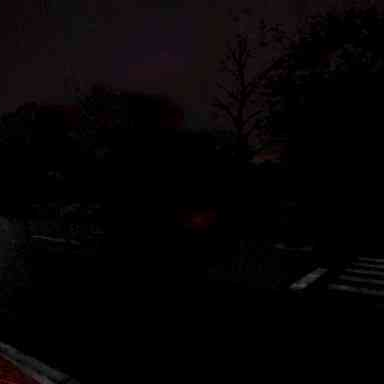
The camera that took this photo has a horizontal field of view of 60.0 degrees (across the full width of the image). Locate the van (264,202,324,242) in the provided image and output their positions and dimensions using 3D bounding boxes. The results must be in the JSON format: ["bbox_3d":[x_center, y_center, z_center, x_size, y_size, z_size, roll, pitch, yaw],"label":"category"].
[{"bbox_3d":[5.887,1.572,18.410,1.878,1.987,4.442,0,0,35],"label":"van"}]

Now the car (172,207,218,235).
[{"bbox_3d":[1.322,1.770,21.570,1.946,1.575,5.366,0,0,35],"label":"car"}]

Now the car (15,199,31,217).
[{"bbox_3d":[-14.408,1.736,32.975,2.002,1.452,4.674,0,0,35],"label":"car"}]

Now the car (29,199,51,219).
[{"bbox_3d":[-12.145,1.706,31.364,2.097,1.535,5.008,0,0,35],"label":"car"}]

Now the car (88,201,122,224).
[{"bbox_3d":[-5.352,1.738,26.549,2.097,1.535,5.008,0,0,35],"label":"car"}]

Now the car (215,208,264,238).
[{"bbox_3d":[3.710,1.815,20.137,2.163,1.488,4.792,0,0,35],"label":"car"}]

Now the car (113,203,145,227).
[{"bbox_3d":[-3.096,1.751,24.932,2.231,1.521,4.892,0,0,35],"label":"car"}]

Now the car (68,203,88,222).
[{"bbox_3d":[-7.599,1.602,28.178,2.185,1.767,4.553,0,0,35],"label":"car"}]

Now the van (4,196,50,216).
[{"bbox_3d":[-16.599,1.460,34.680,1.878,1.987,4.442,0,0,35],"label":"van"}]

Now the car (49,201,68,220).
[{"bbox_3d":[-9.881,1.757,29.759,2.002,1.452,4.674,0,0,35],"label":"car"}]

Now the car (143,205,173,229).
[{"bbox_3d":[-0.815,1.791,23.353,2.163,1.488,4.792,0,0,35],"label":"car"}]

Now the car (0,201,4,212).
[{"bbox_3d":[-21.208,1.696,37.777,2.163,1.488,4.792,0,0,35],"label":"car"}]
